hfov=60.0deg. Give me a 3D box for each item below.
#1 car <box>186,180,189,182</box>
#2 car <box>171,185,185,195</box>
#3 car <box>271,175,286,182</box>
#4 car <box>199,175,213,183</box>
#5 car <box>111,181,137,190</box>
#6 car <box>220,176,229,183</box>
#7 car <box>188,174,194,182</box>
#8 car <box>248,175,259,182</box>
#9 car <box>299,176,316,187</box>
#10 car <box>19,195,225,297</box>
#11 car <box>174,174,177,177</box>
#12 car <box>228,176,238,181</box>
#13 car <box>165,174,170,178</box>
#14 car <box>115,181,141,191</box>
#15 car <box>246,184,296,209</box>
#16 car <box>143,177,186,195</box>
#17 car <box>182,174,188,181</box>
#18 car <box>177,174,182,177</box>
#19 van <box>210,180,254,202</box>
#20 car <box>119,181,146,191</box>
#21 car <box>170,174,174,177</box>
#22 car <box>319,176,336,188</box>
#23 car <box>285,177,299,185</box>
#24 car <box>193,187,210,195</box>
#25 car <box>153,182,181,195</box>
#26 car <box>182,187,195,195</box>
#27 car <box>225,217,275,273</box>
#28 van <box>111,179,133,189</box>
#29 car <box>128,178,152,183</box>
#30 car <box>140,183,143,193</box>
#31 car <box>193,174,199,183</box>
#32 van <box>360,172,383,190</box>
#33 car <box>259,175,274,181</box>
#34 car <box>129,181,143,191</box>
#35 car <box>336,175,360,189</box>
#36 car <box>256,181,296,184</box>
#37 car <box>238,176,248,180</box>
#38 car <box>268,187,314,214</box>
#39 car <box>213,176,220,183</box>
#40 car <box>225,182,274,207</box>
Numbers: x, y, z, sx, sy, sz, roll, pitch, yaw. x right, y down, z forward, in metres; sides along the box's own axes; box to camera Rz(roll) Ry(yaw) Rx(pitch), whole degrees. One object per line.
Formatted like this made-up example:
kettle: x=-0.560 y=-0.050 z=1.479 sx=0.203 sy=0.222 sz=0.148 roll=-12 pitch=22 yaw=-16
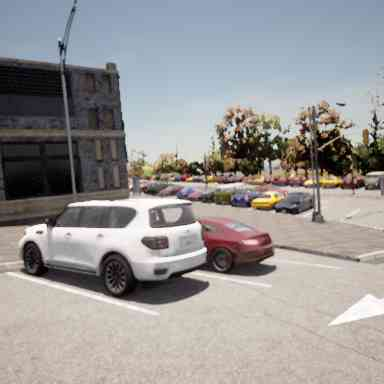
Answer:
car: x=-2.874 y=-0.994 z=59.419 sx=1.895 sy=1.301 sz=4.718 roll=-6 pitch=5 yaw=-26
car: x=-0.018 y=0.068 z=43.469 sx=2.002 sy=1.452 sz=4.674 roll=0 pitch=7 yaw=42
car: x=15.256 y=-1.749 z=53.512 sx=2.002 sy=1.452 sz=4.674 roll=1 pitch=6 yaw=42
car: x=4.628 y=-2.863 z=74.659 sx=2.097 sy=1.535 sz=5.008 roll=1 pitch=6 yaw=45
car: x=-14.829 y=-1.460 z=73.091 sx=5.366 sy=1.575 sz=1.946 roll=-10 pitch=7 yaw=-44
car: x=8.487 y=-2.416 z=66.646 sx=2.163 sy=1.488 sz=4.792 roll=2 pitch=6 yaw=44
car: x=2.118 y=-3.146 z=80.029 sx=4.892 sy=1.521 sz=2.231 roll=-7 pitch=6 yaw=-44
car: x=12.633 y=-2.068 z=58.887 sx=1.946 sy=1.575 sz=5.366 roll=1 pitch=6 yaw=43
car: x=17.951 y=-1.523 z=48.162 sx=1.946 sy=1.575 sz=5.366 roll=1 pitch=6 yaw=42
car: x=-2.257 y=1.216 z=8.737 sx=5.566 sy=2.045 sz=2.435 roll=-1 pitch=0 yaw=35
car: x=-1.597 y=-3.550 z=88.109 sx=4.792 sy=1.488 sz=2.163 roll=-7 pitch=6 yaw=-44
car: x=9.816 y=-2.313 z=64.019 sx=2.097 sy=1.535 sz=5.008 roll=1 pitch=6 yaw=44
car: x=-4.167 y=-3.859 z=93.413 sx=5.366 sy=1.575 sz=1.946 roll=-7 pitch=7 yaw=-44
car: x=-13.450 y=-1.334 z=70.488 sx=2.097 sy=1.535 sz=5.008 roll=0 pitch=7 yaw=45
car: x=7.404 y=0.620 z=30.402 sx=1.946 sy=1.575 sz=5.366 roll=0 pitch=6 yaw=40
car: x=-4.216 y=-0.616 z=51.493 sx=2.435 sy=2.045 sz=5.566 roll=0 pitch=7 yaw=43
car: x=0.754 y=-3.277 z=82.592 sx=5.366 sy=1.575 sz=1.946 roll=-7 pitch=7 yaw=-44
car: x=-0.347 y=-3.689 z=85.427 sx=5.566 sy=2.045 sz=2.435 roll=-7 pitch=6 yaw=-44
van: x=4.373 y=0.165 z=35.585 sx=1.878 sy=1.987 sz=4.442 roll=0 pitch=7 yaw=41
car: x=-12.156 y=-1.191 z=67.764 sx=2.231 sy=1.521 sz=4.892 roll=1 pitch=7 yaw=45
car: x=-2.788 y=-3.701 z=90.862 sx=4.792 sy=1.488 sz=2.163 roll=-7 pitch=6 yaw=-44
car: x=19.618 y=-1.434 z=45.851 sx=1.946 sy=1.575 sz=5.366 roll=0 pitch=6 yaw=41
car: x=16.656 y=-1.622 z=50.905 sx=2.002 sy=1.452 sz=4.674 roll=1 pitch=6 yaw=42
car: x=2.850 y=0.282 z=38.154 sx=2.231 sy=1.521 sz=4.892 roll=0 pitch=7 yaw=41
car: x=-2.822 y=-0.192 z=48.810 sx=2.002 sy=1.452 sz=4.674 roll=1 pitch=7 yaw=42
car: x=1.420 y=0.194 z=40.811 sx=2.002 sy=1.452 sz=4.674 roll=0 pitch=7 yaw=41
car: x=0.246 y=1.488 z=10.454 sx=4.674 sy=1.452 sz=2.002 roll=-1 pitch=0 yaw=35
van: x=-15.891 y=-1.863 z=76.026 sx=4.442 sy=1.987 sz=1.878 roll=-9 pitch=7 yaw=-44
car: x=-10.867 y=-1.177 z=65.030 sx=2.185 sy=1.767 sz=4.553 roll=1 pitch=7 yaw=44
car: x=-5.584 y=-0.496 z=54.182 sx=2.097 sy=1.535 sz=5.008 roll=0 pitch=7 yaw=43
car: x=3.345 y=-3.127 z=77.313 sx=4.553 sy=1.767 sz=2.185 roll=-7 pitch=6 yaw=-45
van: x=22.313 y=-1.387 z=40.448 sx=1.878 sy=1.987 sz=4.442 roll=1 pitch=6 yaw=41
car: x=13.846 y=-2.040 z=56.095 sx=2.185 sy=1.767 sz=4.553 roll=1 pitch=6 yaw=43
car: x=-8.254 y=-0.770 z=59.590 sx=2.097 sy=1.535 sz=5.008 roll=1 pitch=7 yaw=44
car: x=20.910 y=-1.414 z=43.095 sx=2.185 sy=1.767 sz=4.553 roll=0 pitch=6 yaw=41
car: x=8.764 y=-0.026 z=37.335 sx=1.882 sy=1.535 sz=5.008 roll=-6 pitch=6 yaw=-29
car: x=11.176 y=-2.307 z=61.392 sx=2.185 sy=1.767 sz=4.553 roll=2 pitch=6 yaw=43
car: x=8.617 y=0.814 z=27.598 sx=2.163 sy=1.488 sz=4.792 roll=0 pitch=7 yaw=40
car: x=7.221 y=-2.559 z=69.356 sx=2.163 sy=1.488 sz=4.792 roll=1 pitch=6 yaw=44
car: x=5.762 y=0.404 z=32.850 sx=2.185 sy=1.767 sz=4.553 roll=0 pitch=6 yaw=40
